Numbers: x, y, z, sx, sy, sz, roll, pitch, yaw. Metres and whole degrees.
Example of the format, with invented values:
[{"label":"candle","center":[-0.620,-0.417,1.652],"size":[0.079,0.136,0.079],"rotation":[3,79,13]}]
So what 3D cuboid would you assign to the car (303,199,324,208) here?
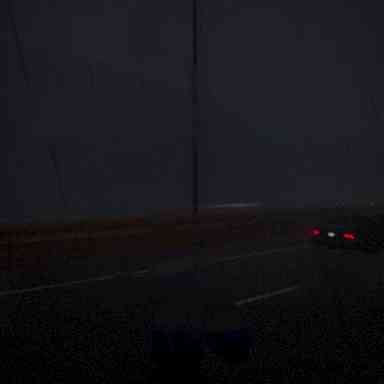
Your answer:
[{"label":"car","center":[17.084,1.529,44.397],"size":[4.718,1.301,1.895],"rotation":[0,0,-28]}]

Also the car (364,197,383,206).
[{"label":"car","center":[20.338,1.281,34.206],"size":[4.553,1.767,2.097],"rotation":[0,0,-28]}]

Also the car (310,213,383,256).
[{"label":"car","center":[6.874,1.523,12.995],"size":[5.357,1.411,2.033],"rotation":[0,0,-35]}]

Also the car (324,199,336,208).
[{"label":"car","center":[19.211,1.431,41.531],"size":[4.892,1.490,1.837],"rotation":[0,0,-27]}]

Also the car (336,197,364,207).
[{"label":"car","center":[18.945,1.407,37.434],"size":[5.008,1.535,1.882],"rotation":[0,0,-28]}]
